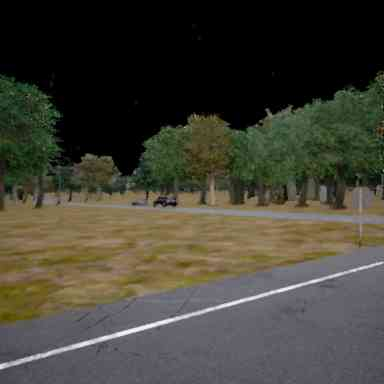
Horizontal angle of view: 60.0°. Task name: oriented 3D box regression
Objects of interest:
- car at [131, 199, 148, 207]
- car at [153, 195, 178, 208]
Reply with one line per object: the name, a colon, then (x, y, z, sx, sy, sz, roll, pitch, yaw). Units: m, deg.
car: (-10.159, 2.057, 64.224, 2.128, 1.511, 4.902, 2, -2, -34)
car: (-4.540, 1.626, 56.085, 2.150, 2.045, 5.566, 2, -2, -34)
